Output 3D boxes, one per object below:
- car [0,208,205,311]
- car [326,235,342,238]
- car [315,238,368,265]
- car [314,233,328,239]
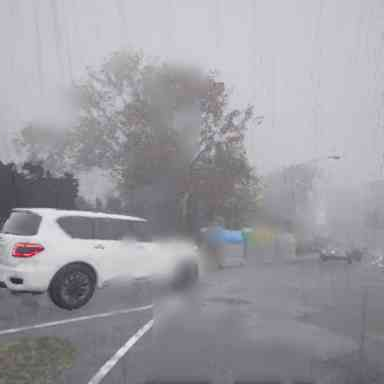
[{"bbox_3d":[-2.055,1.589,8.622,2.150,2.045,5.566,-2,-9,43],"label":"car"},{"bbox_3d":[24.540,8.277,55.780,1.994,1.385,4.181,0,-5,10],"label":"car"},{"bbox_3d":[10.492,4.185,23.142,2.033,1.411,5.357,-2,-8,37],"label":"car"},{"bbox_3d":[25.728,8.871,65.794,2.097,1.767,4.553,0,-3,4],"label":"car"}]
